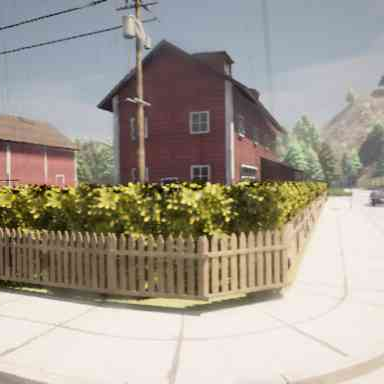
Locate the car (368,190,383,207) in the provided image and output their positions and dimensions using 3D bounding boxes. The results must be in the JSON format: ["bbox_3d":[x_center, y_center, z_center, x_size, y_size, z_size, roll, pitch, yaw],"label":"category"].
[{"bbox_3d":[17.597,0.533,30.947,2.128,1.511,4.902,0,1,24],"label":"car"}]
